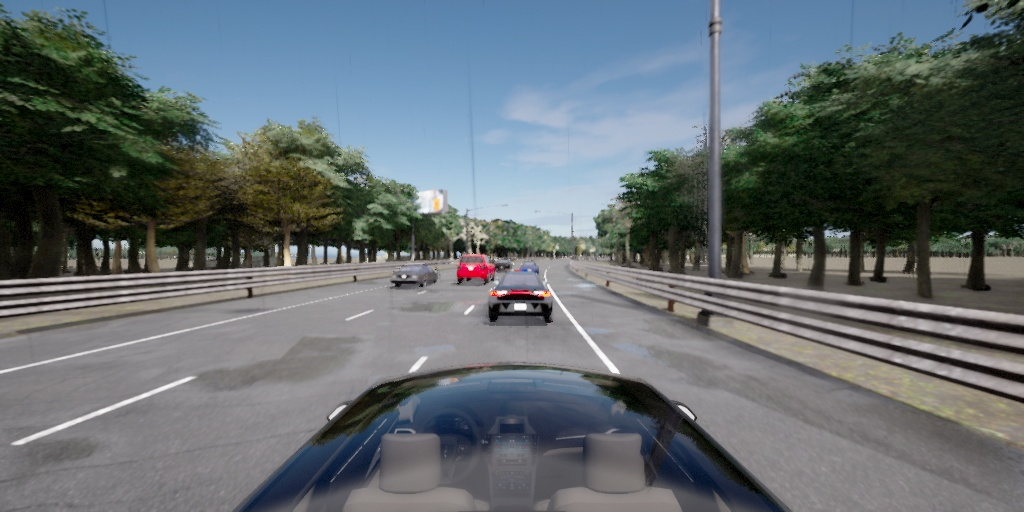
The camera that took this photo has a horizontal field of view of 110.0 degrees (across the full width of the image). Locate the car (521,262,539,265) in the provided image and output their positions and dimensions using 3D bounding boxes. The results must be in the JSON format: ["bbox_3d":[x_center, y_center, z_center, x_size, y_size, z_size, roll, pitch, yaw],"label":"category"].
[{"bbox_3d":[1.835,1.261,37.552,1.994,1.385,4.181,0,0,5],"label":"car"}]

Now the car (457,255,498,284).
[{"bbox_3d":[-2.560,0.931,26.315,2.150,2.045,5.566,0,0,4],"label":"car"}]

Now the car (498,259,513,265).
[{"bbox_3d":[-0.971,1.162,44.611,1.882,1.535,5.008,0,0,6],"label":"car"}]

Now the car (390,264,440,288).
[{"bbox_3d":[-6.233,1.258,23.668,2.033,1.411,5.357,0,0,3],"label":"car"}]

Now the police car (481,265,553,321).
[{"bbox_3d":[0.304,1.239,12.455,2.038,1.542,4.974,0,0,2],"label":"police car"}]
